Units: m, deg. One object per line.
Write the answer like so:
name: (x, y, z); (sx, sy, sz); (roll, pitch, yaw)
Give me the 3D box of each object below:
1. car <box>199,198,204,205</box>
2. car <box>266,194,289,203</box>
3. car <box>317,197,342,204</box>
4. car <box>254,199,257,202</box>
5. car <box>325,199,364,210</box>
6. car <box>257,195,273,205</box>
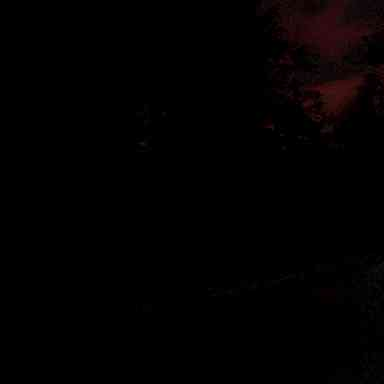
car: (1.723, 2.080, 72.227); (2.163, 1.488, 4.792); (0, 0, -36)
car: (22.280, 1.685, 86.846); (2.435, 2.045, 5.566); (0, 0, -36)
car: (32.240, 1.929, 77.930); (2.097, 1.535, 5.008); (0, 0, -36)
car: (17.686, 1.981, 83.635); (2.163, 1.488, 4.792); (0, 0, -36)
car: (18.703, 1.659, 40.856); (2.128, 1.511, 4.902); (4, -3, -34)
car: (16.466, 1.751, 66.686); (2.435, 2.045, 5.566); (0, 0, -36)
